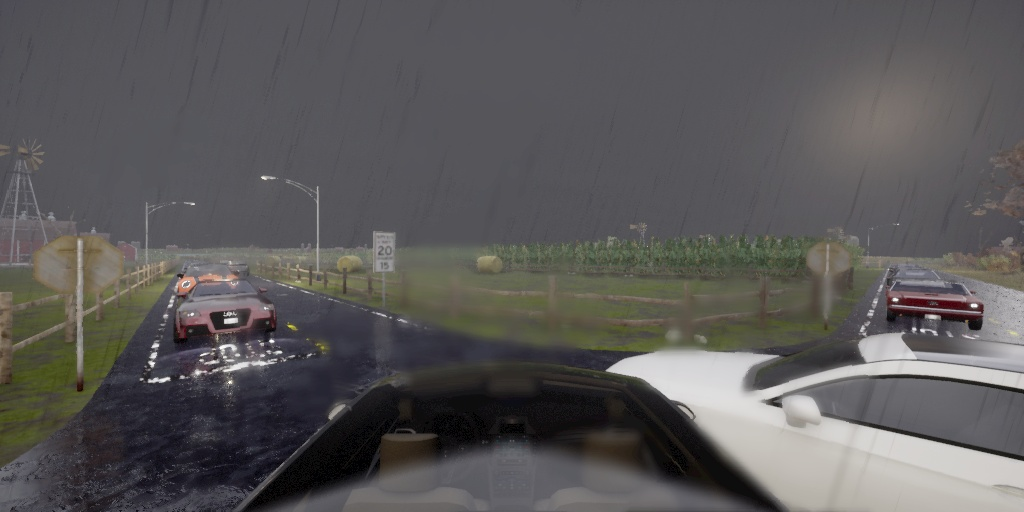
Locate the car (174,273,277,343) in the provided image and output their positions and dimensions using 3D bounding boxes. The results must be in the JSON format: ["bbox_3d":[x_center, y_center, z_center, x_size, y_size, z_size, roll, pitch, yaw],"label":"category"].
[{"bbox_3d":[-8.010,1.357,9.966,1.994,1.385,4.181,0,0,-43],"label":"car"}]

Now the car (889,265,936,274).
[{"bbox_3d":[20.465,1.370,18.214,5.357,1.411,2.033,0,1,-43],"label":"car"}]

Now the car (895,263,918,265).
[{"bbox_3d":[27.174,1.411,24.519,4.181,1.385,1.994,0,1,-43],"label":"car"}]

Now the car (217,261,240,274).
[{"bbox_3d":[-34.017,1.315,42.945,1.837,1.490,4.892,0,0,-42],"label":"car"}]

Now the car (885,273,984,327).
[{"bbox_3d":[13.436,1.402,11.599,4.718,1.301,1.895,0,1,-43],"label":"car"}]

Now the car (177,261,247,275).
[{"bbox_3d":[-13.834,1.144,16.406,2.097,1.767,4.553,0,0,-42],"label":"car"}]

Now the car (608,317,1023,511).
[{"bbox_3d":[2.825,1.294,2.458,1.812,1.442,4.674,0,1,-44],"label":"car"}]

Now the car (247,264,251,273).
[{"bbox_3d":[-27.241,1.292,35.537,2.128,1.511,4.902,0,0,-42],"label":"car"}]
